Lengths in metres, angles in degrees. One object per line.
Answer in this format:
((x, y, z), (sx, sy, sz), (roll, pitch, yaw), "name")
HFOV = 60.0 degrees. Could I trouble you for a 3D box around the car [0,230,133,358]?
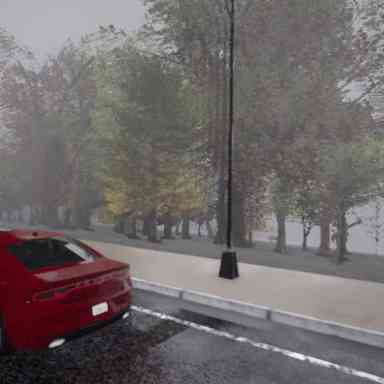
((-3.278, 1.424, 5.995), (5.008, 1.535, 1.882), (1, 0, 35), "car")
